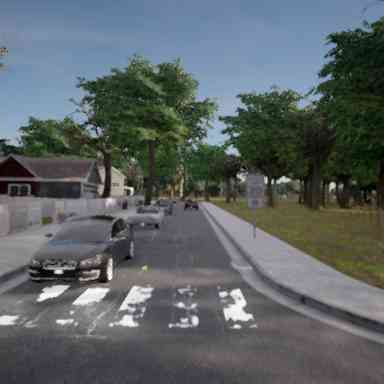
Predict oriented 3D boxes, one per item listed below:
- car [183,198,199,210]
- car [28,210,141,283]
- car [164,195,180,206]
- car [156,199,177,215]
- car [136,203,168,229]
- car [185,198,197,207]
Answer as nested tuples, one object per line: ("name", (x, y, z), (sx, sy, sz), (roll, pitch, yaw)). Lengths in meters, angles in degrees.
("car", (-0.110, 1.618, 44.654), (1.837, 1.490, 4.892), (1, 0, 0))
("car", (-2.899, 1.490, 9.699), (1.837, 1.490, 4.892), (1, 0, 0))
("car", (-2.866, 1.247, 49.242), (2.033, 1.411, 5.357), (1, 0, 0))
("car", (-2.921, 1.531, 34.050), (2.128, 1.511, 4.902), (1, 0, 0))
("car", (-2.895, 1.605, 21.783), (1.895, 1.301, 4.718), (1, 0, 0))
("car", (-0.135, 1.676, 55.076), (1.812, 1.442, 4.674), (1, 0, 0))
